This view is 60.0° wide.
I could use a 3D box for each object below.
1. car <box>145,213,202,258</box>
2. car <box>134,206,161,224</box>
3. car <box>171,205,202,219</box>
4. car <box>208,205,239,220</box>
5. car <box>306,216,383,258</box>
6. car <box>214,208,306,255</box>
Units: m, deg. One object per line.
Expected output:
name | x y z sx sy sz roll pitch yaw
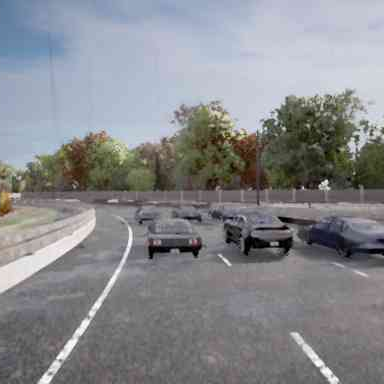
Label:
car | -0.853 1.740 13.458 1.895 1.301 4.718 0 -1 -7
car | -3.693 1.833 27.685 2.033 1.411 5.357 0 -1 -15
car | -0.574 1.868 29.493 1.994 1.385 4.181 0 -1 -16
car | 3.077 1.851 29.464 2.033 1.411 5.357 0 -1 -15
car | 6.201 1.688 13.519 2.033 1.411 5.357 0 -1 -7
car | 2.588 1.639 14.104 2.128 1.511 4.902 0 0 -7
